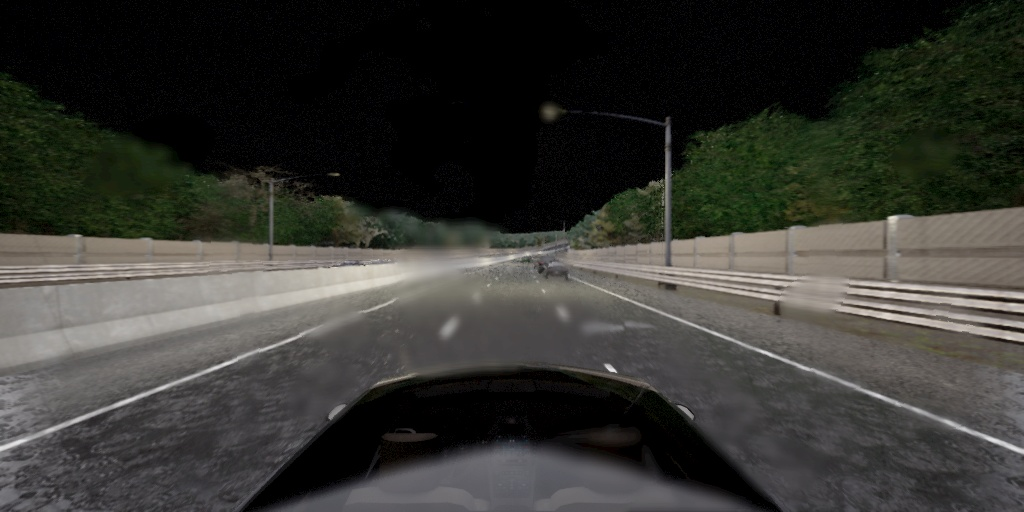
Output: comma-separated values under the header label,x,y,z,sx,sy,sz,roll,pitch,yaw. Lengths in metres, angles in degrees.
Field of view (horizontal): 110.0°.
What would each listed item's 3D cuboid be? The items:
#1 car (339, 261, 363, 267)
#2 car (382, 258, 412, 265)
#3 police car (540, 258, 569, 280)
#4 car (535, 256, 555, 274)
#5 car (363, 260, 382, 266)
label,x,y,z,sx,sy,sz,roll,pitch,yaw
car,-20.267,1.270,45.574,1.994,1.385,4.181,0,0,3
car,-13.369,1.084,42.937,2.097,1.767,4.553,0,0,2
police car,3.859,1.205,31.723,1.930,1.638,5.238,0,0,1
car,4.180,1.015,42.533,2.150,2.045,5.566,0,0,2
car,-16.741,1.211,46.213,2.128,1.511,4.902,0,0,2
